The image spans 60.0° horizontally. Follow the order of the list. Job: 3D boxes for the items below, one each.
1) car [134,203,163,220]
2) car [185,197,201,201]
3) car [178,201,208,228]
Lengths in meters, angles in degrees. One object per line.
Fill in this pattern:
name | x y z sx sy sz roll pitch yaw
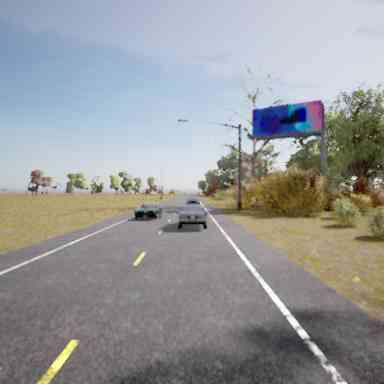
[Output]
car | -3.552 1.575 27.599 1.895 1.301 4.718 0 0 1
car | 0.091 1.464 43.501 1.837 1.490 4.892 0 0 0
car | 0.057 1.528 21.896 2.033 1.411 5.357 0 0 0
